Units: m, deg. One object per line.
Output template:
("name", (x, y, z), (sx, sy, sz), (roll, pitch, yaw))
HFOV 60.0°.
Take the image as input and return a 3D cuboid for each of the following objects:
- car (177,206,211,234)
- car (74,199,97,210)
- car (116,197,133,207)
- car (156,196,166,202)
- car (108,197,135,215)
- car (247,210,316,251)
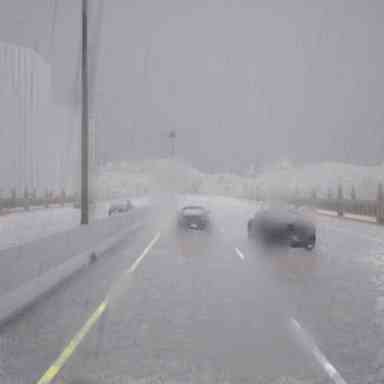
("car", (0.099, 1.530, 19.076), (1.812, 1.442, 4.674), (0, 0, 0))
("car", (-14.080, 1.575, 43.978), (1.994, 1.385, 4.181), (0, 0, 0))
("car", (-10.569, 1.538, 52.336), (1.812, 1.442, 4.674), (0, 0, 0))
("car", (-7.002, 1.580, 75.677), (1.895, 1.301, 4.718), (0, 0, 0))
("car", (-7.094, 1.534, 33.661), (1.812, 1.442, 4.674), (0, 0, 0))
("car", (3.600, 1.481, 14.138), (1.882, 1.535, 5.008), (0, 0, 0))
